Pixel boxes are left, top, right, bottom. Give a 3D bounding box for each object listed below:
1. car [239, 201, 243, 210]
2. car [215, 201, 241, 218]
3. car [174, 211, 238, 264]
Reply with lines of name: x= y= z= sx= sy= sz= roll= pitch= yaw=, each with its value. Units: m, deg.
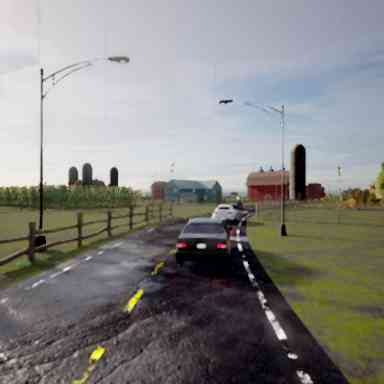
car: x=6.692 y=2.076 z=51.860 sx=2.033 sy=1.411 sz=5.357 roll=0 pitch=-1 yaw=21
car: x=2.857 y=1.808 z=28.383 sx=1.812 sy=1.442 sz=4.674 roll=0 pitch=0 yaw=12
car: x=0.517 y=1.669 z=12.320 sx=2.033 sy=1.411 sz=5.357 roll=0 pitch=-1 yaw=5
